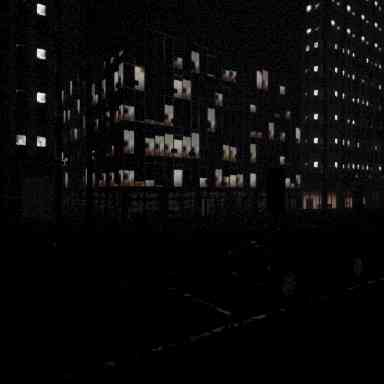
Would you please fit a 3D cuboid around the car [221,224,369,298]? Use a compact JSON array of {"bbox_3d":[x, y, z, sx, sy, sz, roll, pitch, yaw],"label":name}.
[{"bbox_3d":[2.756,1.545,8.530,4.507,1.381,1.887,0,0,-36],"label":"car"}]
